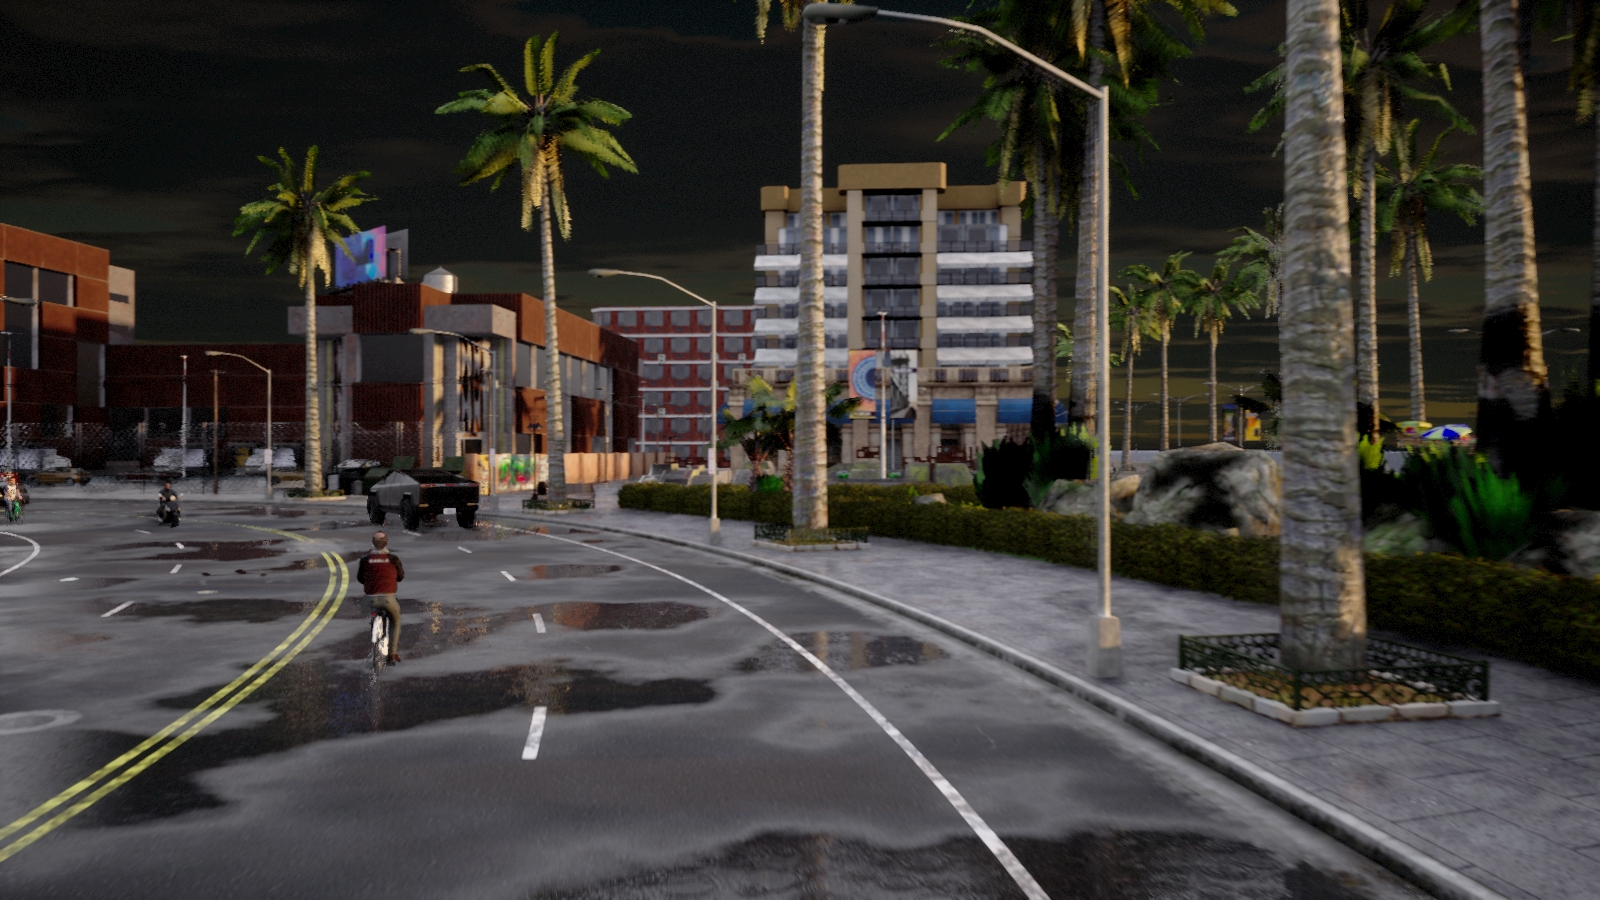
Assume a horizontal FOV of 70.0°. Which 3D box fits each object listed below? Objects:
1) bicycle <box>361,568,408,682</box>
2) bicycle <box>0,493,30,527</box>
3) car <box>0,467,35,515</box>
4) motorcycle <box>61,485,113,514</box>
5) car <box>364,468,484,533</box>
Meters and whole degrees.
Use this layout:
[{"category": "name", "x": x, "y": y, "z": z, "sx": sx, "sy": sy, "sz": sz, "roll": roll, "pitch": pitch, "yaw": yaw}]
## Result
[{"category": "bicycle", "x": -5.333, "y": 2.213, "z": 14.716, "sx": 0.329, "sy": 1.171, "sz": 1.835, "roll": -1, "pitch": 0, "yaw": -13}, {"category": "bicycle", "x": -29.091, "y": 2.222, "z": 42.318, "sx": 1.643, "sy": 1.196, "sz": 0.373, "roll": 0, "pitch": 1, "yaw": 36}, {"category": "car", "x": -36.956, "y": 1.799, "z": 50.665, "sx": 5.566, "sy": 2.045, "sz": 2.150, "roll": 0, "pitch": 0, "yaw": 20}, {"category": "motorcycle", "x": -31.440, "y": 2.199, "z": 50.402, "sx": 1.805, "sy": 1.236, "sz": 0.856, "roll": 0, "pitch": 0, "yaw": 4}, {"category": "car", "x": -13.921, "y": 1.761, "z": 41.985, "sx": 2.390, "sy": 2.098, "sz": 6.274, "roll": 0, "pitch": 0, "yaw": -36}]
